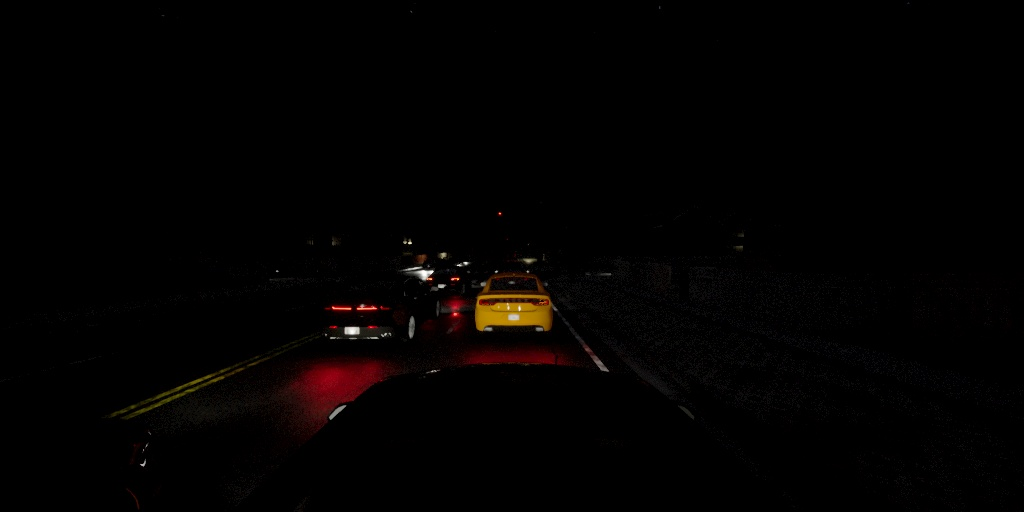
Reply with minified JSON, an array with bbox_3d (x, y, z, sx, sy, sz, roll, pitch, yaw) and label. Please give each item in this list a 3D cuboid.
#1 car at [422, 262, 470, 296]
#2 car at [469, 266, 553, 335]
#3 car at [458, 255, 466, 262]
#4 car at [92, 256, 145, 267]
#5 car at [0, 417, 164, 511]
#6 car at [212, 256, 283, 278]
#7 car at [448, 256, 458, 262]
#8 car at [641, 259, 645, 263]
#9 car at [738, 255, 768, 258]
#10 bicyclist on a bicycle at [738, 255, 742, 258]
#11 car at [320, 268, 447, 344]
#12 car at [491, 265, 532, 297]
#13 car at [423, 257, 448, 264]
[{"bbox_3d":[-3.248,1.212,18.899,1.812,1.442,4.674,0,0,1],"label":"car"},{"bbox_3d":[0.062,1.209,10.475,1.882,1.535,5.008,0,0,0],"label":"car"},{"bbox_3d":[-9.914,0.655,63.949,1.882,1.535,5.008,0,1,0],"label":"car"},{"bbox_3d":[-34.134,1.059,31.763,5.566,2.045,2.150,0,1,4],"label":"car"},{"bbox_3d":[-3.149,1.228,0.180,1.882,1.535,5.008,0,0,0],"label":"car"},{"bbox_3d":[-23.124,0.990,31.164,5.566,2.045,2.150,-1,1,2],"label":"car"},{"bbox_3d":[-9.934,0.904,54.343,1.994,1.385,4.181,0,1,0],"label":"car"},{"bbox_3d":[12.793,1.012,34.519,5.357,1.411,2.033,-1,1,-6],"label":"car"},{"bbox_3d":[22.769,0.735,34.778,4.553,1.767,2.097,0,1,-2],"label":"car"},{"bbox_3d":[18.406,0.782,28.792,0.582,1.620,1.656,0,0,-2],"label":"bicyclist on a bicycle"},{"bbox_3d":[-3.190,1.239,9.590,1.837,1.490,4.892,0,0,0],"label":"car"},{"bbox_3d":[0.008,1.247,19.364,1.994,1.385,4.181,0,0,1],"label":"car"},{"bbox_3d":[-9.918,0.932,45.159,2.128,1.511,4.902,0,1,0],"label":"car"}]
